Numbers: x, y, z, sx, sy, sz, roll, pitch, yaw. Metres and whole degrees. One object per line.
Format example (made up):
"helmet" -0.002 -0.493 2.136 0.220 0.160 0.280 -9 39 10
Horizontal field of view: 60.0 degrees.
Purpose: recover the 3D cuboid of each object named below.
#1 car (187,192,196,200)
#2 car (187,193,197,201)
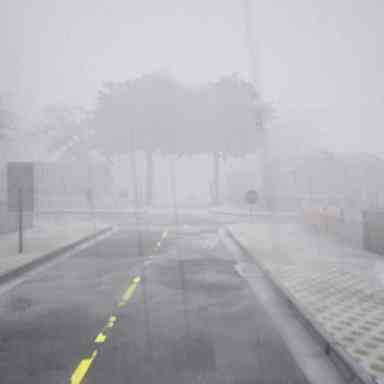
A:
"car" -0.017 0.998 80.202 2.097 1.767 4.553 0 0 0
"car" -0.015 1.282 70.184 1.994 1.385 4.181 0 0 0
